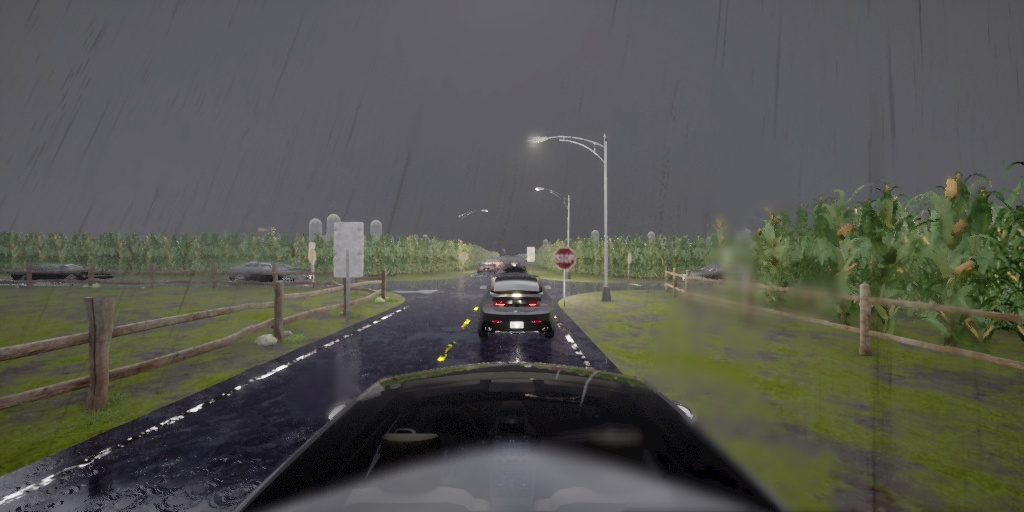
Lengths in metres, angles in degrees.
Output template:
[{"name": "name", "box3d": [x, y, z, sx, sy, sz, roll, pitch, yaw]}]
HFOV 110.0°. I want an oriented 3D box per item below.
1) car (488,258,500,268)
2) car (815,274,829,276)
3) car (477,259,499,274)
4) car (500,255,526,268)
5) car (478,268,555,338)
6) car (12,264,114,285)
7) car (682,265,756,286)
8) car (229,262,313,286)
[{"name": "car", "box3d": [-2.777, 1.086, 50.982, 2.097, 1.767, 4.553, 0, 0, 0]}, {"name": "car", "box3d": [24.684, 1.484, 25.792, 5.357, 1.411, 2.033, 0, -1, 1]}, {"name": "car", "box3d": [-2.802, 1.304, 40.892, 1.994, 1.385, 4.181, 0, 0, 0]}, {"name": "car", "box3d": [0.259, 0.963, 36.108, 2.150, 2.045, 5.566, 0, 0, 1]}, {"name": "car", "box3d": [0.108, 1.256, 10.248, 1.837, 1.490, 4.892, 0, 0, 0]}, {"name": "car", "box3d": [-29.184, 1.178, 23.444, 4.718, 1.301, 1.895, 0, -1, 1]}, {"name": "car", "box3d": [14.874, 1.361, 25.897, 4.902, 1.511, 2.128, 0, -1, 1]}, {"name": "car", "box3d": [-15.556, 1.141, 23.327, 4.902, 1.511, 2.128, 0, -1, -1]}]
